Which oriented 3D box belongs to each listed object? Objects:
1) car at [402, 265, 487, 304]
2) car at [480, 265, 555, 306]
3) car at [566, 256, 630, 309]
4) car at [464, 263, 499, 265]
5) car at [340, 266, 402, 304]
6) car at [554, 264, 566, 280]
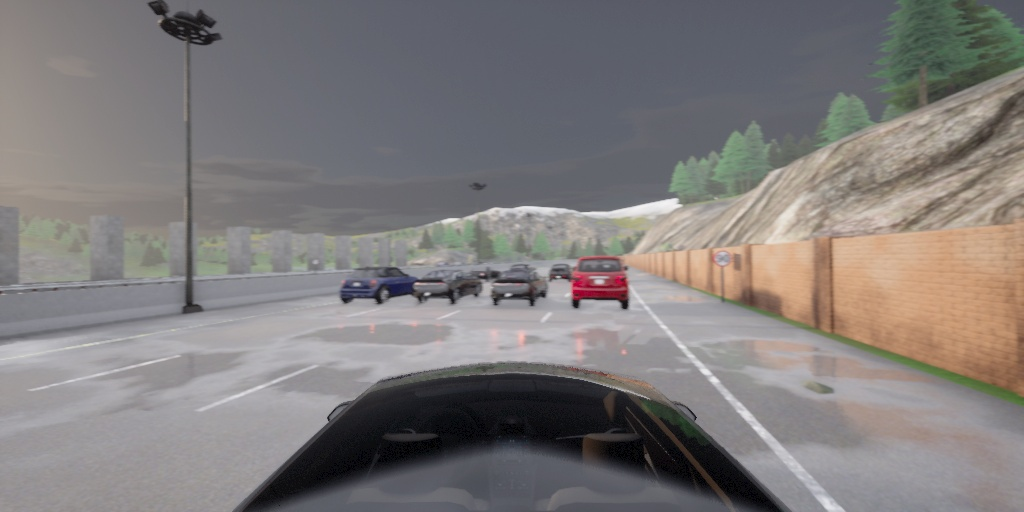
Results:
[{"bbox_3d":[-2.925,1.395,17.366,2.128,1.511,4.902,-1,0,15],"label":"car"},{"bbox_3d":[0.465,1.344,16.494,2.128,1.511,4.902,-1,0,15],"label":"car"},{"bbox_3d":[3.777,1.016,15.356,2.150,2.045,5.566,-1,0,14],"label":"car"},{"bbox_3d":[-2.484,1.608,32.433,1.895,1.301,4.718,-1,0,15],"label":"car"},{"bbox_3d":[-6.374,1.303,18.021,2.097,1.767,4.553,-1,-1,14],"label":"car"},{"bbox_3d":[4.319,1.413,30.771,1.837,1.490,4.892,-1,0,16],"label":"car"}]
